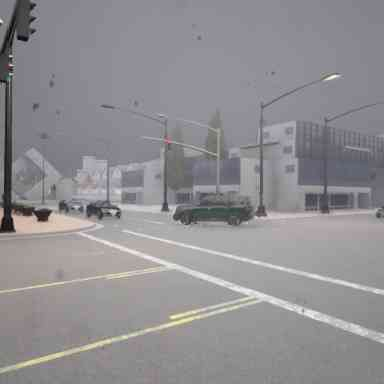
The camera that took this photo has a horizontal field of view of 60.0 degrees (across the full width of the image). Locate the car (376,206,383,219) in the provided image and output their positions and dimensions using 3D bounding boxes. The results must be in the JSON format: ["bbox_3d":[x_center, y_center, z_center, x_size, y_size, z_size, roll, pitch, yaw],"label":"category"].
[{"bbox_3d":[18.541,1.707,30.154,4.674,1.442,1.812,0,0,-36],"label":"car"}]

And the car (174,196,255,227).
[{"bbox_3d":[1.561,1.283,23.077,5.566,2.045,2.150,0,2,16],"label":"car"}]

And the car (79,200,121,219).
[{"bbox_3d":[-7.749,1.501,28.899,2.128,1.511,4.902,1,0,-35],"label":"car"}]

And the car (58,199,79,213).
[{"bbox_3d":[-13.651,1.499,37.373,2.128,1.511,4.902,1,0,-35],"label":"car"}]
